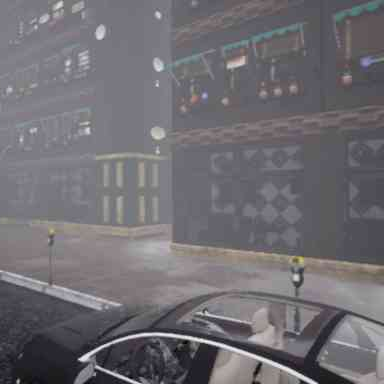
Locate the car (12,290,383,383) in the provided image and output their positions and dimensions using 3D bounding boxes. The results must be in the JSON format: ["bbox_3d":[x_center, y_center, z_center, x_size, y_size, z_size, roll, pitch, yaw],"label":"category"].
[{"bbox_3d":[0.247,1.551,2.701,4.403,1.369,2.008,0,0,36],"label":"car"}]
